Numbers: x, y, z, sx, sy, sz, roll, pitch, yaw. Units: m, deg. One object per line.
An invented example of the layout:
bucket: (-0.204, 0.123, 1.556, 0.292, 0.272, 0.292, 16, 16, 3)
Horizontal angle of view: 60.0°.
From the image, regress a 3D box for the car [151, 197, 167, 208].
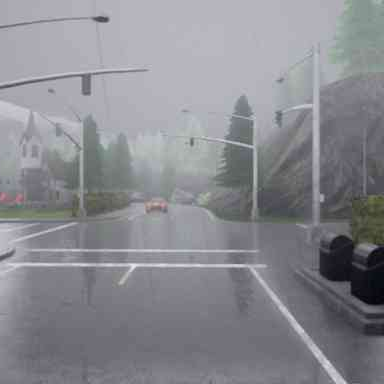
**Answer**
car: (-4.864, 1.485, 48.129, 1.837, 1.490, 4.892, 0, 0, -11)

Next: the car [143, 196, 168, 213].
car: (-3.765, 1.336, 36.451, 2.097, 1.767, 4.553, 0, 0, -2)

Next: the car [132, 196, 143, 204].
car: (-10.214, 1.537, 64.009, 1.994, 1.385, 4.181, 0, 0, -26)
